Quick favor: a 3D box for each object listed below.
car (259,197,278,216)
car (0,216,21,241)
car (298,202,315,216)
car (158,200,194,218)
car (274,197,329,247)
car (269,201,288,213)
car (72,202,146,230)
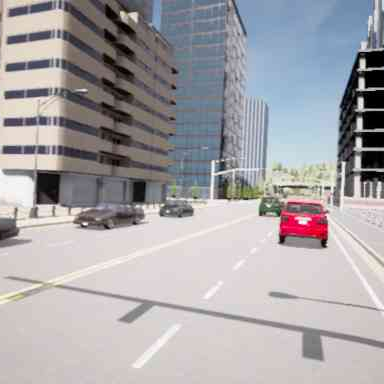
[{"bbox_3d":[8.493,1.534,35.495,2.150,2.045,5.566,3,0,19],"label":"car"},{"bbox_3d":[-7.958,1.172,10.186,2.033,1.411,5.357,3,0,19],"label":"car"},{"bbox_3d":[14.301,2.067,41.568,1.837,1.490,4.892,3,1,19],"label":"car"},{"bbox_3d":[-1.298,1.451,29.227,1.994,1.385,4.181,3,0,21],"label":"car"},{"bbox_3d":[5.715,1.444,16.969,2.150,2.045,5.566,3,0,20],"label":"car"},{"bbox_3d":[11.824,1.991,45.094,2.033,1.411,5.357,3,0,19],"label":"car"},{"bbox_3d":[-4.638,1.303,19.710,2.033,1.411,5.357,3,0,19],"label":"car"}]
